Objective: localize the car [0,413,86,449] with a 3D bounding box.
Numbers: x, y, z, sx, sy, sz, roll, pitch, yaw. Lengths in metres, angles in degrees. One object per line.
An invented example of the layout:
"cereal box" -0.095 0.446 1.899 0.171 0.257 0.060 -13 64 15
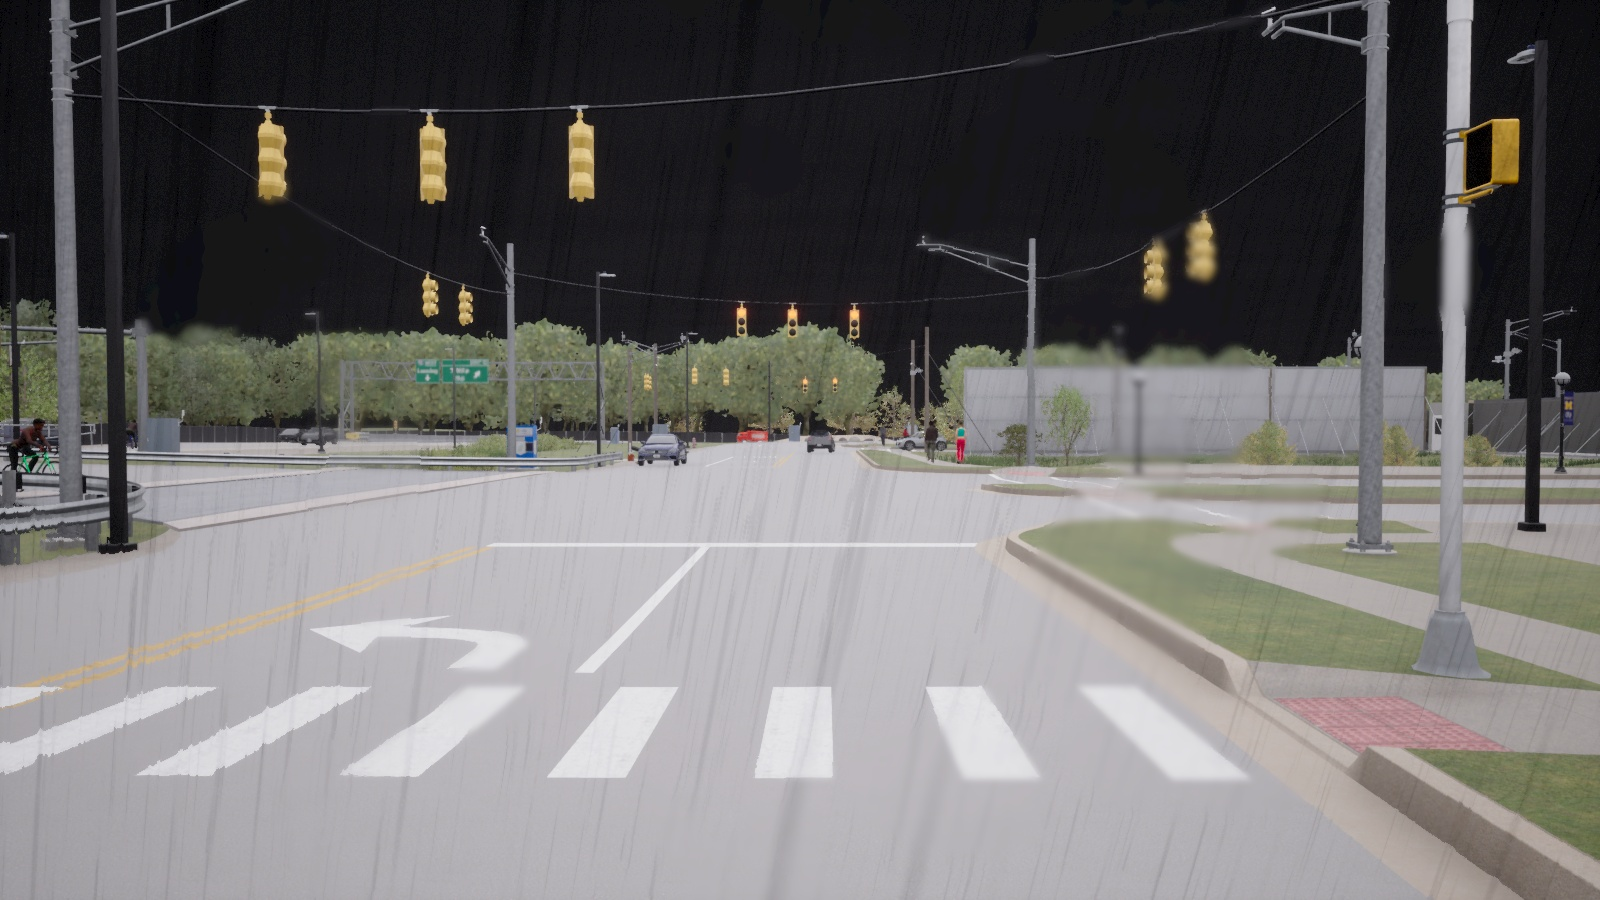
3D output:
"car" -37.321 -0.918 61.210 2.152 1.651 5.027 0 1 1

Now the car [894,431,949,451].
"car" 9.383 -0.709 97.242 3.806 1.475 1.970 1 2 -9

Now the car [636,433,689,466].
"car" -6.298 -0.042 57.913 1.812 1.442 4.674 0 1 1

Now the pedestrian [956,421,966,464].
"pedestrian" 6.936 -0.329 54.172 0.345 1.836 0.594 0 2 0

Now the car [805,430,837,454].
"car" 1.421 -0.556 83.866 1.845 1.501 3.633 0 1 5

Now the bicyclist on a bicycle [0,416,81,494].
"bicyclist on a bicycle" -16.784 0.111 27.555 1.656 1.620 0.582 -3 0 8

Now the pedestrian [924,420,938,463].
"pedestrian" 5.747 -0.378 55.222 0.431 1.840 0.703 0 2 -8
